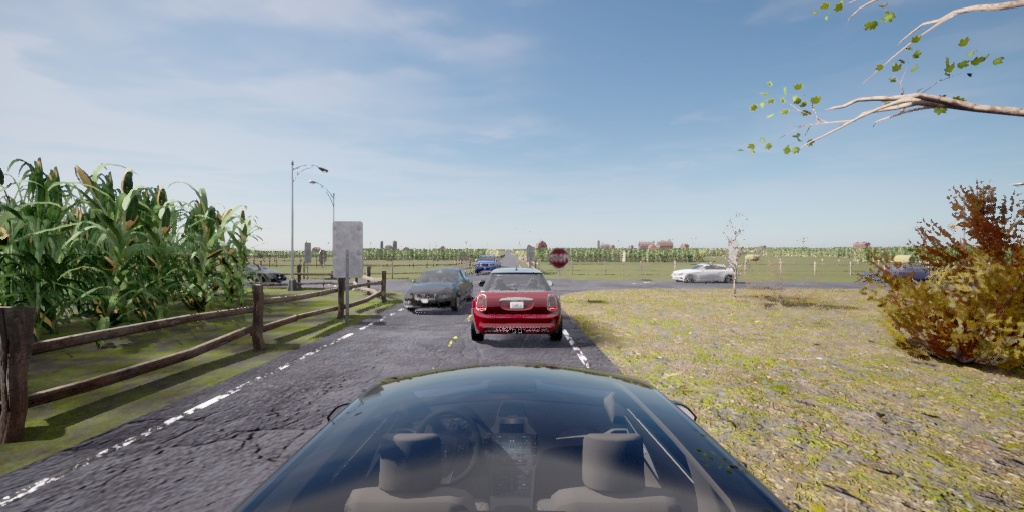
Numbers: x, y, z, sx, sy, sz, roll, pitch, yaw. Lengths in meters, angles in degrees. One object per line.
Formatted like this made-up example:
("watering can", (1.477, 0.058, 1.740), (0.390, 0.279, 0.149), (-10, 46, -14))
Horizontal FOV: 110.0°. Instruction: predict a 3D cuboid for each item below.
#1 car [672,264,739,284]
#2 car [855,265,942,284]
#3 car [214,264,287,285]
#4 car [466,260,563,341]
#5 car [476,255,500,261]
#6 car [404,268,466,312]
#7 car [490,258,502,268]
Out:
("car", (14.540, 1.298, 27.057), (4.674, 1.442, 1.812), (0, 0, 0))
("car", (29.315, 1.363, 27.070), (5.357, 1.411, 2.033), (0, 0, 0))
("car", (-17.592, 1.253, 24.064), (4.181, 1.385, 1.994), (0, 0, 0))
("car", (0.110, 1.100, 10.017), (2.097, 1.767, 4.553), (0, 0, 0))
("car", (-2.821, 0.927, 40.742), (2.150, 2.045, 5.566), (0, 0, 1))
("car", (-2.751, 1.250, 14.292), (1.837, 1.490, 4.892), (-1, 0, 3))
("car", (-2.726, 1.151, 61.054), (1.837, 1.490, 4.892), (0, 0, 1))
